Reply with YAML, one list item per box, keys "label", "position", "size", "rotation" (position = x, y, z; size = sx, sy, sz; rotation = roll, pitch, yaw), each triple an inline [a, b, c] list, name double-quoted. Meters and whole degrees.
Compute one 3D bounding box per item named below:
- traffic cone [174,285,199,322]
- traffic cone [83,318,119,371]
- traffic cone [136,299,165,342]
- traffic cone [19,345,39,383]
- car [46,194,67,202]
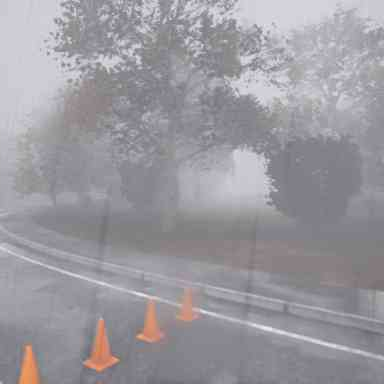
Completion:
- label: "traffic cone"
  position: [-0.093, 2.011, 6.118]
  size: [0.340, 0.580, 0.340]
  rotation: [0, -1, 34]
- label: "traffic cone"
  position: [-1.222, 1.993, 4.468]
  size: [0.340, 0.580, 0.340]
  rotation: [0, -1, 34]
- label: "traffic cone"
  position: [-0.657, 2.002, 5.293]
  size: [0.340, 0.580, 0.340]
  rotation: [0, -1, 34]
- label: "traffic cone"
  position: [-1.787, 1.984, 3.642]
  size: [0.340, 0.580, 0.340]
  rotation: [0, -1, 34]
- label: "car"
  position: [-25.635, 1.067, 63.025]
  size: [1.837, 1.490, 4.892]
  rotation: [-1, 1, 10]
